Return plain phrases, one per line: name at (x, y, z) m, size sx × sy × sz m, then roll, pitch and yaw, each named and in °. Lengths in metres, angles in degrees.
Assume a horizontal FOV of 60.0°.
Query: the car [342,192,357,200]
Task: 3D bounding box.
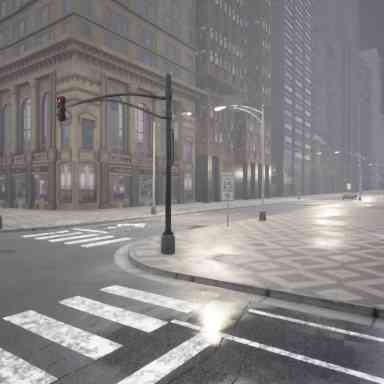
car at (28.238, 0.712, 59.508) m, size 1.895 × 1.301 × 4.718 m, roll 0°, pitch 1°, yaw 35°
